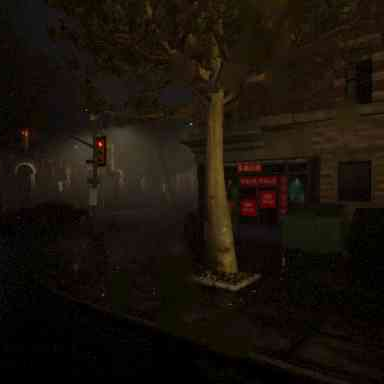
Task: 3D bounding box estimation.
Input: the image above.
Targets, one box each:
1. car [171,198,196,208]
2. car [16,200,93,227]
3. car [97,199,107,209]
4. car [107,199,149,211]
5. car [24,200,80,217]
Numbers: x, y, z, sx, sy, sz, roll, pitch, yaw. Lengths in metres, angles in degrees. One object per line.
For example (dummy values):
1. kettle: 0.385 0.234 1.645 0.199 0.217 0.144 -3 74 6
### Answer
1. car: -1.368 1.547 48.282 2.033 1.411 5.357 0 0 36
2. car: -9.537 1.477 23.216 1.882 1.535 5.008 0 0 37
3. car: -11.918 1.595 45.144 1.895 1.301 4.718 0 0 36
4. car: -7.440 1.601 40.004 1.895 1.301 4.718 0 0 36
5. car: -13.334 1.526 31.926 1.812 1.442 4.674 0 0 36
